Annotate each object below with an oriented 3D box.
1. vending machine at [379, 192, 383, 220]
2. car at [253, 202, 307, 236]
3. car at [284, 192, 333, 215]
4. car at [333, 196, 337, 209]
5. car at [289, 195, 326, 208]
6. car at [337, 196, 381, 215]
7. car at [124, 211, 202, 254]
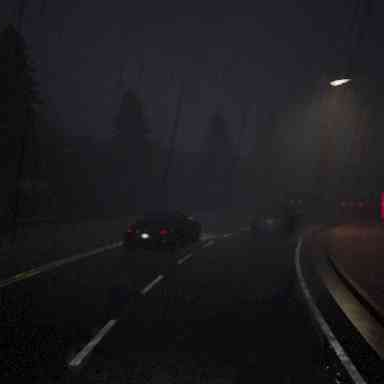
[{"bbox_3d":[14.612,1.050,24.656,1.100,2.100,0.880,1,1,44],"label":"vending machine"},{"bbox_3d":[4.654,1.442,17.726,1.994,1.385,4.181,0,0,26],"label":"car"},{"bbox_3d":[10.920,1.011,31.734,5.566,2.045,2.150,0,0,-43],"label":"car"},{"bbox_3d":[17.698,1.218,40.935,5.008,1.535,1.882,0,0,-28],"label":"car"},{"bbox_3d":[15.137,1.218,43.489,4.892,1.490,1.837,0,0,-29],"label":"car"},{"bbox_3d":[16.027,1.160,31.346,4.553,1.767,2.097,0,1,-39],"label":"car"},{"bbox_3d":[-0.994,1.459,13.260,1.994,1.385,4.181,0,0,18],"label":"car"}]
